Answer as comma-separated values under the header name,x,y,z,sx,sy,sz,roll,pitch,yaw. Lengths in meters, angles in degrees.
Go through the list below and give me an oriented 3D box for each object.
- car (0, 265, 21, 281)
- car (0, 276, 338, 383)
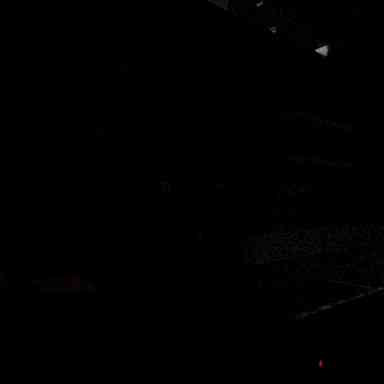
name,x,y,z,sx,sy,sz,roll,pitch,yaw
car,-3.367,1.525,3.673,4.829,1.417,1.752,0,2,-35
car,-1.234,1.547,2.190,5.357,1.411,2.033,0,0,-35
